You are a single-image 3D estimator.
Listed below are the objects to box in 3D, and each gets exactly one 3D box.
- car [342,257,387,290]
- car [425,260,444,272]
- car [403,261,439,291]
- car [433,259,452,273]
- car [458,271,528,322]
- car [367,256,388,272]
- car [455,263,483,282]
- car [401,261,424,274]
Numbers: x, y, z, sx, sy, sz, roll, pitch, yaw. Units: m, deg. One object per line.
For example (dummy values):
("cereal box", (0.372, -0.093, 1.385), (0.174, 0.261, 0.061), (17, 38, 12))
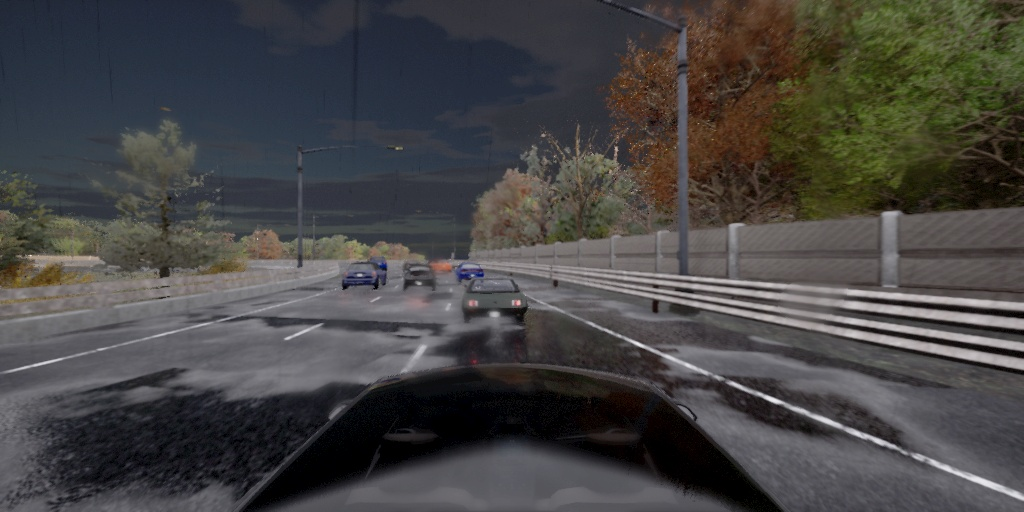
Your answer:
("car", (-9.487, 1.162, 23.393), (2.097, 1.767, 4.553), (0, 0, -12))
("car", (-10.946, 1.350, 50.378), (1.837, 1.490, 4.892), (0, 0, -20))
("car", (-5.722, 1.299, 22.598), (1.837, 1.490, 4.892), (0, 0, -12))
("car", (-8.868, 1.183, 44.839), (2.097, 1.767, 4.553), (0, 0, -20))
("car", (-0.696, 1.365, 12.309), (1.895, 1.301, 4.718), (0, 0, -6))
("car", (-18.516, 1.093, 49.178), (2.150, 2.045, 5.566), (0, 0, -27))
("car", (-3.421, 1.270, 28.371), (1.882, 1.535, 5.008), (0, 0, -13))
("car", (-12.146, 1.334, 43.651), (2.128, 1.511, 4.902), (0, 0, -23))
